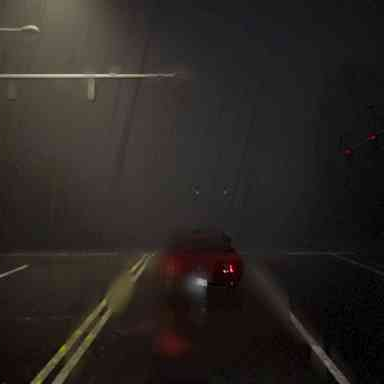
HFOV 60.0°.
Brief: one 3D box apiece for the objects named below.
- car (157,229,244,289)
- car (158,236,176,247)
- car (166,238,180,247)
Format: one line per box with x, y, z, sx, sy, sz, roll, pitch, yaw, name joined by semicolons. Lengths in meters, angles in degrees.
0.198;1.690;9.372;1.895;1.301;4.718;0;-1;0;car
-3.028;6.175;41.307;1.895;1.301;4.718;0;-9;1;car
-2.876;7.761;51.363;1.895;1.301;4.718;0;-9;1;car
